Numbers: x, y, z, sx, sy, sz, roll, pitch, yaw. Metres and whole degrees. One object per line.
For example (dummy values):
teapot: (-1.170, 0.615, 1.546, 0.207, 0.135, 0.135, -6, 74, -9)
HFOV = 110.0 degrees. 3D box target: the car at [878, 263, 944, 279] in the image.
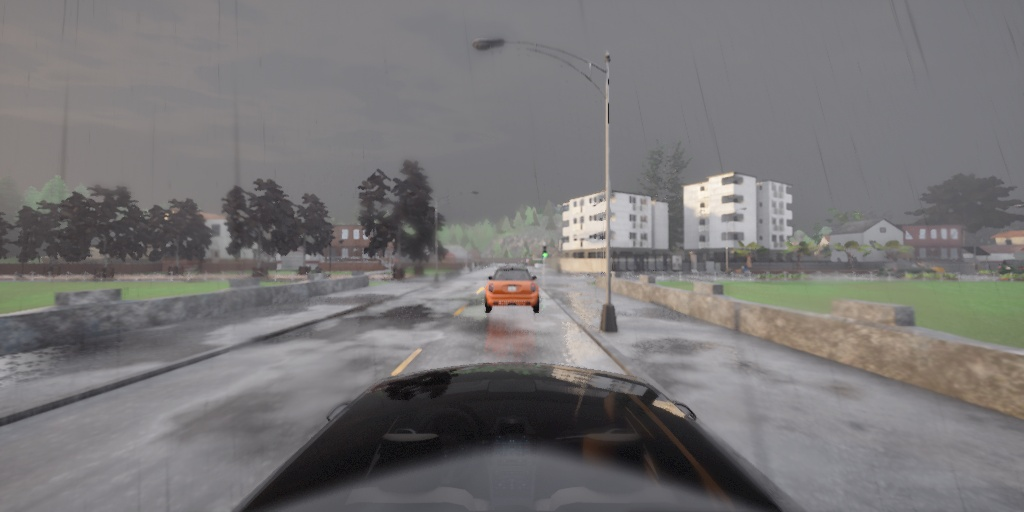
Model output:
car: (41.120, 1.492, 37.245, 4.553, 1.767, 2.097, 0, -1, 0)

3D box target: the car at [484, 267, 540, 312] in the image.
car: (0.019, 1.250, 15.260, 2.097, 1.767, 4.553, 0, -1, 0)
